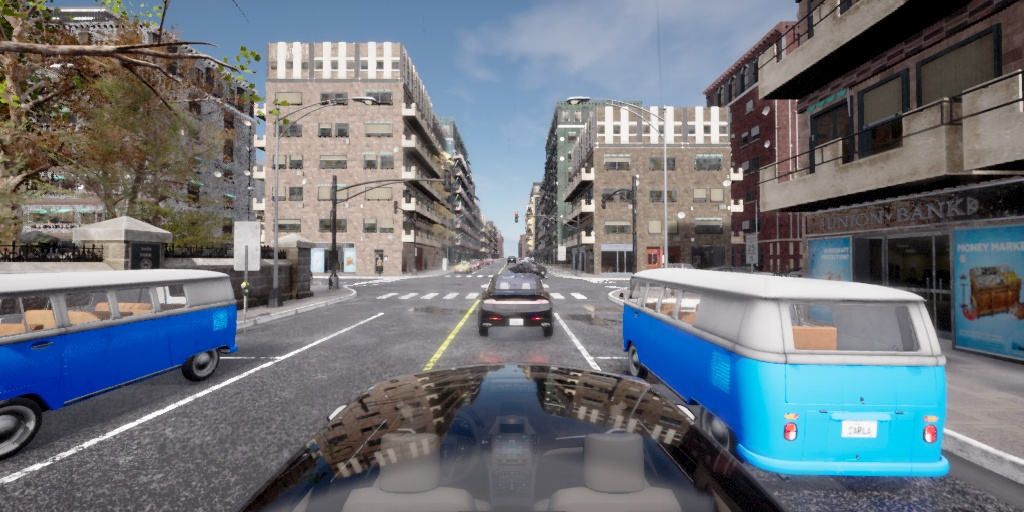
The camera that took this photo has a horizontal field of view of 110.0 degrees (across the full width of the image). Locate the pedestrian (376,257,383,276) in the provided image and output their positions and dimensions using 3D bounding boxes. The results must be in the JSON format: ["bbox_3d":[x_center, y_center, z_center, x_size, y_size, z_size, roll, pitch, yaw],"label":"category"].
[{"bbox_3d":[-12.546,0.969,33.989,0.375,1.860,0.375,0,-1,1],"label":"pedestrian"}]

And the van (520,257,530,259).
[{"bbox_3d":[2.679,1.114,59.477,1.690,1.789,3.998,0,0,0],"label":"van"}]

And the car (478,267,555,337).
[{"bbox_3d":[0.098,1.244,10.332,2.128,1.511,4.902,0,0,0],"label":"car"}]

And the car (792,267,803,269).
[{"bbox_3d":[24.906,1.548,30.588,4.313,1.339,1.948,0,0,1],"label":"car"}]

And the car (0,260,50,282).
[{"bbox_3d":[-36.517,1.045,25.534,4.892,1.490,1.837,0,-1,1],"label":"car"}]

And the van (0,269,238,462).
[{"bbox_3d":[-5.657,1.092,4.603,1.690,1.789,3.998,0,0,0],"label":"van"}]

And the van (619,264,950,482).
[{"bbox_3d":[2.658,1.092,4.603,1.690,1.789,3.998,0,0,0],"label":"van"}]

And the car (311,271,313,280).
[{"bbox_3d":[-16.592,1.000,25.296,4.553,1.767,2.097,0,-1,1],"label":"car"}]

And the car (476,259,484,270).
[{"bbox_3d":[-5.701,1.210,53.833,1.967,1.591,4.097,0,0,0],"label":"car"}]

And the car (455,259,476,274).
[{"bbox_3d":[-5.698,1.291,42.378,1.751,1.417,4.829,0,0,0],"label":"car"}]

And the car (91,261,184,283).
[{"bbox_3d":[-26.418,1.120,25.409,4.674,1.442,1.812,0,-1,1],"label":"car"}]

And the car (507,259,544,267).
[{"bbox_3d":[1.333,1.289,32.857,1.812,1.442,4.674,-1,1,-36],"label":"car"}]
